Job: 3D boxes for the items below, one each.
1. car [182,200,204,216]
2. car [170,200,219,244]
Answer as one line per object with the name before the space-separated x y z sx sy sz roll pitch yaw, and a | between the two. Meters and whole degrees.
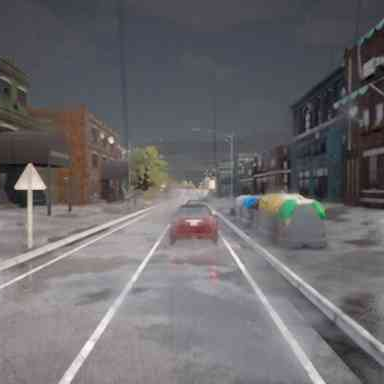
car | 0.094 1.548 34.228 2.033 1.411 5.357 0 0 0
car | 0.097 1.341 15.940 2.097 1.767 4.553 0 0 0
